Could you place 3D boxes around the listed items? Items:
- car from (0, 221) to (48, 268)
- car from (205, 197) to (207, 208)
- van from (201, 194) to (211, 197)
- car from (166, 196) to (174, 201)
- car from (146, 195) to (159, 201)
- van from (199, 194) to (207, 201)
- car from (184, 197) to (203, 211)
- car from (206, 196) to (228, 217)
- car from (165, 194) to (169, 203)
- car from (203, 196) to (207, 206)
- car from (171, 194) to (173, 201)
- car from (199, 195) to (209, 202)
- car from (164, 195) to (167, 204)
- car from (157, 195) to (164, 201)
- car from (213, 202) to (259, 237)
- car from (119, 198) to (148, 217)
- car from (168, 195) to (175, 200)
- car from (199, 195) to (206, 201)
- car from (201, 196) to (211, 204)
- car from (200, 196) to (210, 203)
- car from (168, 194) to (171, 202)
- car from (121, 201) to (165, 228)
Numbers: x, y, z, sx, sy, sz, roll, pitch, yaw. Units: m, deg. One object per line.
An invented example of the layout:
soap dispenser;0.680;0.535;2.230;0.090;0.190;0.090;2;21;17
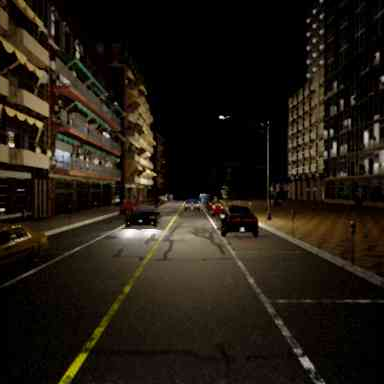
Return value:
car;-5.696;1.518;9.267;1.752;1.417;4.829;0;0;0
car;2.680;1.512;37.241;1.752;1.417;4.829;0;0;0
van;2.676;1.334;59.177;1.690;1.788;3.998;0;0;0
car;-5.707;1.600;86.809;1.802;1.307;4.206;0;0;0
car;-5.701;1.512;42.427;1.752;1.417;4.829;0;0;0
van;2.672;1.353;81.285;1.690;1.788;3.998;0;0;0
car;0.032;1.588;40.543;1.895;1.301;4.718;0;0;0
car;2.680;1.426;31.544;1.967;1.590;4.097;0;0;0
car;-5.703;1.543;59.177;2.008;1.369;4.403;0;0;0
car;2.679;1.569;42.598;1.802;1.307;4.206;0;0;0
car;-5.705;1.566;70.229;1.947;1.339;4.313;0;0;0
car;2.674;1.446;75.757;1.967;1.590;4.097;0;0;0
car;-5.702;1.541;53.650;2.008;1.369;4.403;0;0;0
car;-5.703;1.303;48.123;2.192;1.841;5.009;0;0;0
car;2.353;1.493;17.961;1.837;1.490;4.892;0;0;0
car;-5.699;1.531;31.543;1.887;1.381;4.507;0;0;0
car;-5.708;1.606;92.335;1.802;1.307;4.206;0;0;0
car;2.673;1.544;86.980;1.752;1.417;4.829;0;0;0
car;2.676;1.522;64.873;1.752;1.417;4.829;0;0;0
car;2.676;1.566;70.231;1.947;1.339;4.313;0;0;0
car;-5.704;1.436;64.702;1.967;1.590;4.097;0;0;0
car;-3.102;1.551;21.948;1.994;1.385;4.181;0;0;0
